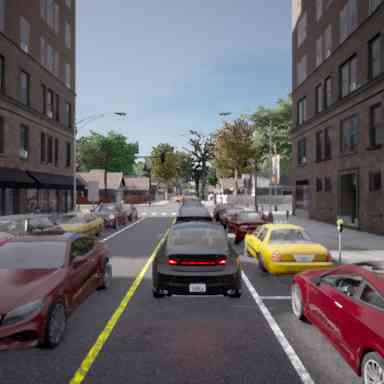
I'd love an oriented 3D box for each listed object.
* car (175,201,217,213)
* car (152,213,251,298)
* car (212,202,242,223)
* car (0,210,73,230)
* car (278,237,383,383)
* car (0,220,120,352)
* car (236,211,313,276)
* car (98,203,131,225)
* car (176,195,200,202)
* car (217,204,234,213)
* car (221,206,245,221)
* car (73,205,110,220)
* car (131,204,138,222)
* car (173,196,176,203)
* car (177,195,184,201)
[{"bbox_3d":[0.113,1.480,17.979,1.882,1.535,5.008,0,0,0],"label":"car"},{"bbox_3d":[0.108,1.505,8.495,1.837,1.490,4.892,0,0,0],"label":"car"},{"bbox_3d":[2.658,1.571,26.531,1.947,1.339,4.313,0,0,0],"label":"car"},{"bbox_3d":[-5.382,1.440,9.979,1.967,1.590,4.097,0,0,0],"label":"car"},{"bbox_3d":[2.638,1.581,4.457,1.802,1.307,4.206,0,0,0],"label":"car"},{"bbox_3d":[-2.847,1.525,6.374,1.812,1.442,4.674,0,0,0],"label":"car"},{"bbox_3d":[2.643,1.525,10.146,1.752,1.417,4.829,0,0,0],"label":"car"},{"bbox_3d":[-5.373,1.443,21.017,1.967,1.590,4.097,0,0,0],"label":"car"},{"bbox_3d":[0.022,1.357,27.034,2.097,1.767,4.553,0,0,0],"label":"car"},{"bbox_3d":[2.653,1.585,21.012,1.802,1.307,4.206,0,0,0],"label":"car"},{"bbox_3d":[2.648,1.546,15.494,1.887,1.381,4.507,0,0,0],"label":"car"},{"bbox_3d":[-5.378,1.527,15.328,1.752,1.417,4.829,0,0,0],"label":"car"},{"bbox_3d":[-5.368,1.587,26.536,1.802,1.307,4.206,0,0,0],"label":"car"},{"bbox_3d":[-2.980,1.529,71.507,1.882,1.535,5.008,0,0,0],"label":"car"},{"bbox_3d":[-3.006,1.600,86.890,1.812,1.442,4.674,0,0,0],"label":"car"}]
